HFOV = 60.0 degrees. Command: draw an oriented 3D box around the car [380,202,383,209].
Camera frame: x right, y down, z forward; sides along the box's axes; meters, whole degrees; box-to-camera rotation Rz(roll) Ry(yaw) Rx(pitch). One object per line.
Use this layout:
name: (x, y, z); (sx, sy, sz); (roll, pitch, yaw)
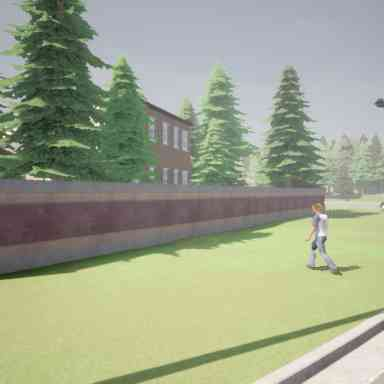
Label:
car: (25.211, 1.498, 40.670); (1.837, 1.490, 4.892); (0, 0, -6)

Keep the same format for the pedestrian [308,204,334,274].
pedestrian: (3.353, 1.140, 8.671); (0.375, 1.860, 0.375); (0, 0, -42)
